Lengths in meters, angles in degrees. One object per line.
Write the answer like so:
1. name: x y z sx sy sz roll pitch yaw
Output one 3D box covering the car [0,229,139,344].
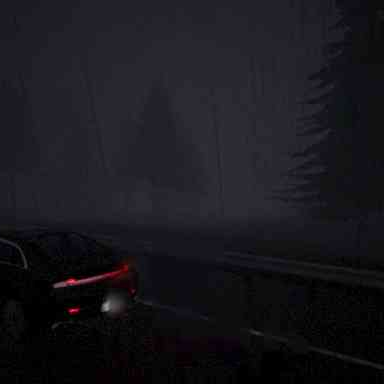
1. car: -3.178 1.480 6.429 4.902 1.511 2.128 0 0 37
